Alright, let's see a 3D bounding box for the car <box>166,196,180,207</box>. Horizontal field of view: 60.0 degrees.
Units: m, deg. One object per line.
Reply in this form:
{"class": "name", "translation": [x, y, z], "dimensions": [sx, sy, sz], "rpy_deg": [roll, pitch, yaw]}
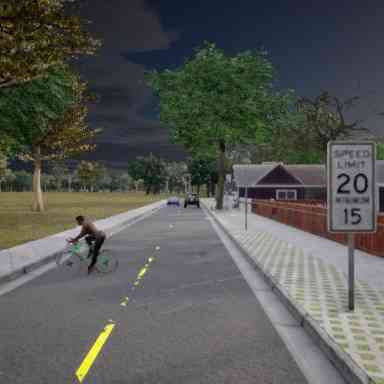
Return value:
{"class": "car", "translation": [-2.880, 1.433, 51.322], "dimensions": [1.882, 1.535, 5.008], "rpy_deg": [0, 0, 0]}

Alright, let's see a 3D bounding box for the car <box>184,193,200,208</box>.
{"class": "car", "translation": [0.003, 1.188, 47.538], "dimensions": [2.150, 2.045, 5.566], "rpy_deg": [0, 0, 1]}

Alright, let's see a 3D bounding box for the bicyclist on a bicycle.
{"class": "bicyclist on a bicycle", "translation": [-2.839, 1.455, 8.998], "dimensions": [1.656, 1.620, 0.582], "rpy_deg": [-2, 0, 0]}

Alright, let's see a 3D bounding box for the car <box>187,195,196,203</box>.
{"class": "car", "translation": [-0.052, 1.366, 68.858], "dimensions": [1.882, 1.535, 5.008], "rpy_deg": [0, 0, 0]}
